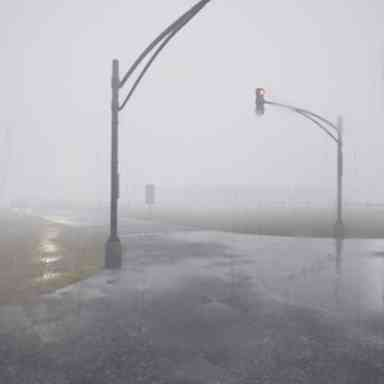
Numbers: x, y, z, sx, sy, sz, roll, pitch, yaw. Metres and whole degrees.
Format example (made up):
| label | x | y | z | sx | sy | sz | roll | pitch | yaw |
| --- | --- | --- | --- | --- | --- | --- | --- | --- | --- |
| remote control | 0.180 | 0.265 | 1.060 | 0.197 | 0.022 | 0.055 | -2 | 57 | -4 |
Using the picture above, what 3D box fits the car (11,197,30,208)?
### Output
| label | x | y | z | sx | sy | sz | roll | pitch | yaw |
| --- | --- | --- | --- | --- | --- | --- | --- | --- | --- |
| car | -26.295 | 1.496 | 50.892 | 2.097 | 1.767 | 4.553 | 1 | -1 | -36 |
